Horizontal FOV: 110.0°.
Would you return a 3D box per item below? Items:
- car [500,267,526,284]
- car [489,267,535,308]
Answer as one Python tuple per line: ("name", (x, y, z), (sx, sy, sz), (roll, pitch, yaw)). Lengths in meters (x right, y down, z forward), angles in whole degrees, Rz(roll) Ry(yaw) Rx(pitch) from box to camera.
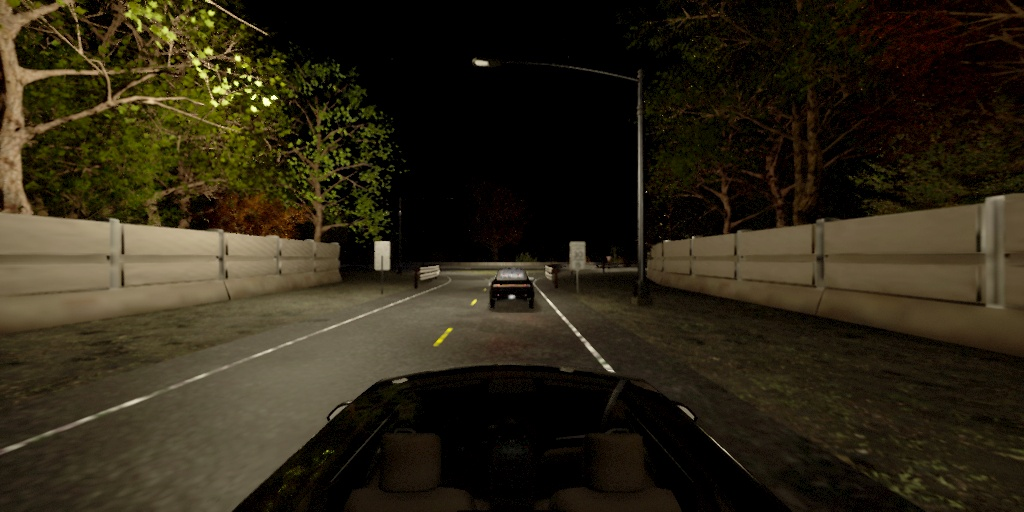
("car", (0.164, 1.617, 30.821), (1.895, 1.301, 4.718), (0, 0, 5))
("car", (0.001, 1.374, 16.150), (2.128, 1.511, 4.902), (0, 0, 0))
